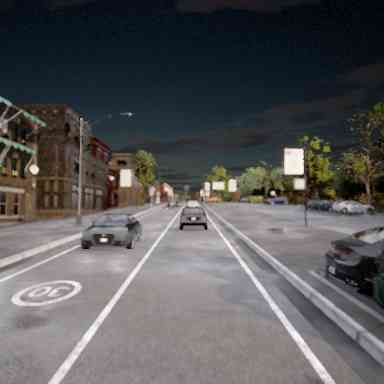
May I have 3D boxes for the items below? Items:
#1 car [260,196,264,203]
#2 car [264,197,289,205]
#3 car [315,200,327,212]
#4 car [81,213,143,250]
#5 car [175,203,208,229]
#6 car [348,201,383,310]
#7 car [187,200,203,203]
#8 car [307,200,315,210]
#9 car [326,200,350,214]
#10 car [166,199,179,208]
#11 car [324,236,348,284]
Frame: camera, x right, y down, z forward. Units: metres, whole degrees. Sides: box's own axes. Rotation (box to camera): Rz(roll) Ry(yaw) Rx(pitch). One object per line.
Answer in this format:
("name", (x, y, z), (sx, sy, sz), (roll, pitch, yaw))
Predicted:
("car", (18.684, 2.094, 75.985), (4.674, 1.452, 2.002), (0, 0, 0))
("car", (18.755, 1.900, 72.816), (4.553, 1.767, 2.185), (0, -1, 0))
("car", (18.708, 1.768, 41.931), (5.008, 1.535, 2.097), (0, 0, 0))
("car", (-3.350, 1.642, 14.575), (1.994, 1.385, 4.181), (0, 0, 0))
("car", (0.100, 1.696, 22.696), (2.033, 1.411, 5.357), (0, 0, 0))
("car", (5.625, 1.233, 4.743), (5.566, 2.045, 2.435), (0, 0, 0))
("car", (0.103, 1.831, 40.791), (1.812, 1.442, 4.674), (0, -1, 0))
("car", (18.699, 1.796, 45.204), (4.892, 1.521, 2.231), (0, 0, 0))
("car", (18.698, 1.782, 38.782), (4.674, 1.452, 2.002), (0, 0, 0))
("car", (-3.300, 1.940, 57.372), (2.128, 1.511, 4.902), (0, 0, 1))
("car", (5.592, 1.497, 7.543), (4.892, 1.521, 2.231), (0, 0, 0))
